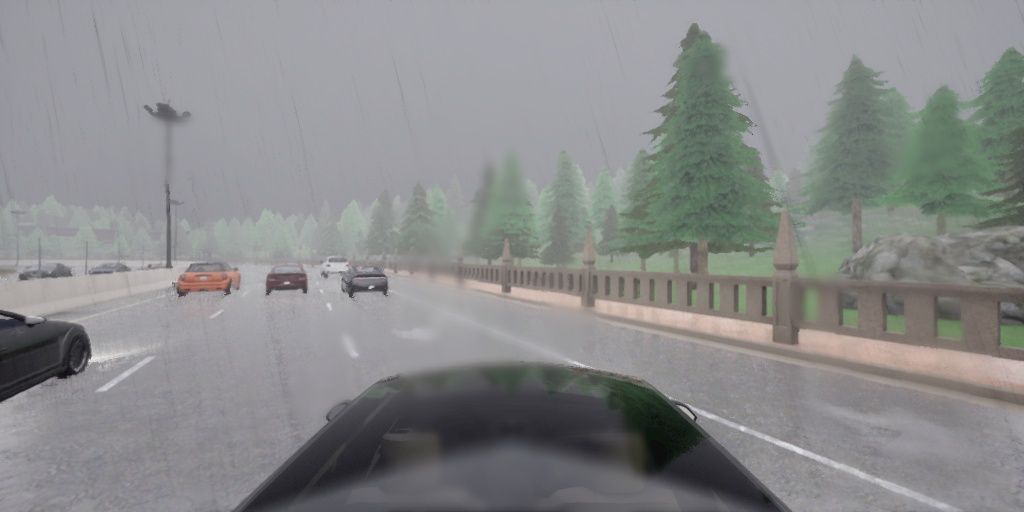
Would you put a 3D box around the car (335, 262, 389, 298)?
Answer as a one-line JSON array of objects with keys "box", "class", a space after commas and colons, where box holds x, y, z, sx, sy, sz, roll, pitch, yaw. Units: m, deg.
[{"box": [-7.860, 1.273, 18.989, 2.128, 1.511, 4.902, 0, 0, -30], "class": "car"}]

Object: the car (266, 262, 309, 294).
[{"box": [-12.853, 1.258, 20.611, 1.882, 1.535, 5.008, 0, 0, -30], "class": "car"}]

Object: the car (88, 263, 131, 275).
[{"box": [-37.305, 1.332, 33.413, 2.033, 1.411, 5.357, 0, 0, -36], "class": "car"}]

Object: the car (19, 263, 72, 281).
[{"box": [-39.676, 1.302, 30.675, 1.812, 1.442, 4.674, 0, 0, -35], "class": "car"}]

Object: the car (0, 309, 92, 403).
[{"box": [-7.498, 1.312, 4.453, 1.994, 1.385, 4.181, 0, 0, -30], "class": "car"}]

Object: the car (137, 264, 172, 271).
[{"box": [-33.116, 1.390, 33.445, 1.895, 1.301, 4.718, 0, 0, -34], "class": "car"}]

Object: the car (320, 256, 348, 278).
[{"box": [-17.434, 1.032, 35.273, 2.150, 2.045, 5.566, 0, 0, -32], "class": "car"}]

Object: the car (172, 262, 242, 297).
[{"box": [-16.251, 1.126, 19.491, 2.097, 1.767, 4.553, 0, 0, -30], "class": "car"}]
